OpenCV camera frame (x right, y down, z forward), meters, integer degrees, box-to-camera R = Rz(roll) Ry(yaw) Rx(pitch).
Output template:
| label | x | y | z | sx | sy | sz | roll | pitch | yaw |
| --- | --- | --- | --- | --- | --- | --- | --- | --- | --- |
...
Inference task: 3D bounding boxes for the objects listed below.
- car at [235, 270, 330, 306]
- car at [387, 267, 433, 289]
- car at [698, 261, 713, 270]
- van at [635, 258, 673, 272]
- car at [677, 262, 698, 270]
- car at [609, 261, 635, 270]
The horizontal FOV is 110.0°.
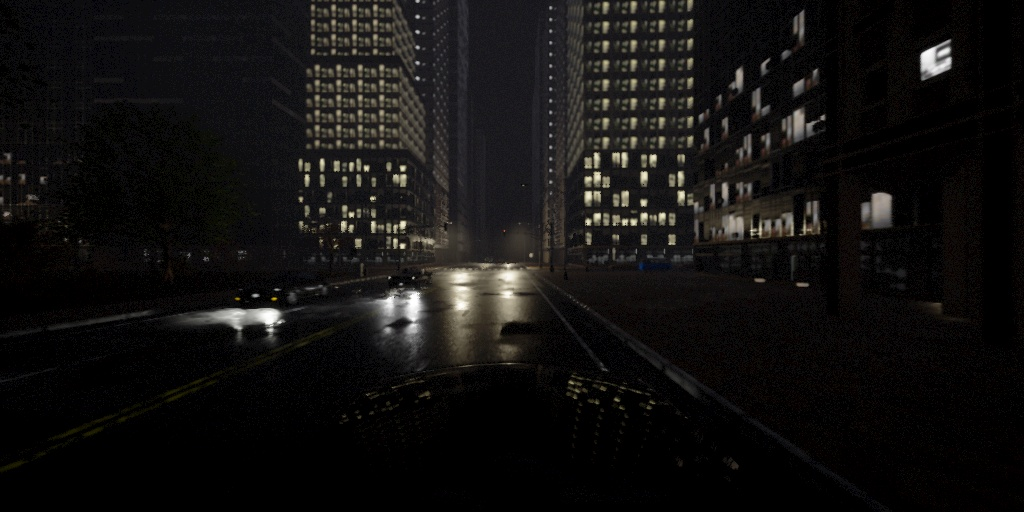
| label | x | y | z | sx | sy | sz | roll | pitch | yaw |
| --- | --- | --- | --- | --- | --- | --- | --- | --- | --- |
| car | -9.850 | 1.330 | 15.761 | 1.994 | 1.385 | 4.181 | 0 | 0 | 0 |
| car | -6.596 | 1.381 | 23.571 | 1.895 | 1.301 | 4.718 | 0 | 0 | 0 |
| car | 26.634 | 1.311 | 45.751 | 4.097 | 1.591 | 1.967 | 0 | 0 | 2 |
| van | 18.356 | 1.207 | 45.938 | 3.998 | 1.789 | 1.690 | 0 | 0 | 2 |
| car | 26.919 | 1.465 | 53.626 | 4.207 | 1.307 | 1.802 | 0 | 0 | 2 |
| car | 17.085 | 1.403 | 54.110 | 4.829 | 1.417 | 1.751 | 0 | 0 | 2 |
